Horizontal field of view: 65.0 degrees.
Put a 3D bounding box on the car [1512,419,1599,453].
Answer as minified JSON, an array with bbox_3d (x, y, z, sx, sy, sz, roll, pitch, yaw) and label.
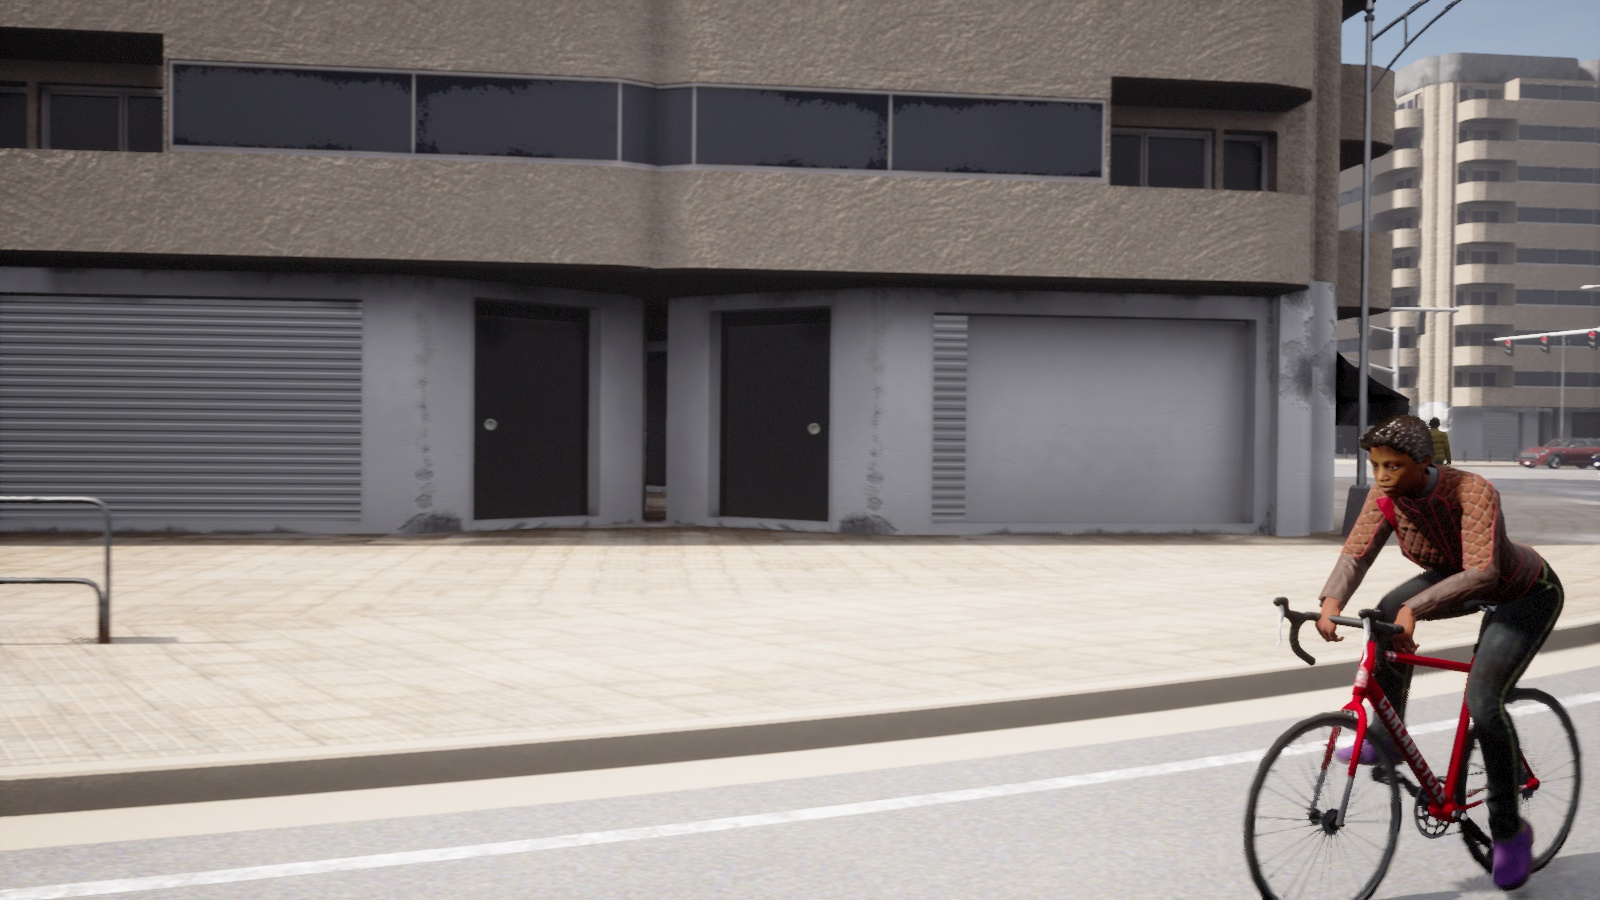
[{"bbox_3d":[40.720,-0.759,66.872,4.553,1.767,2.097,-1,1,-7],"label":"car"}]

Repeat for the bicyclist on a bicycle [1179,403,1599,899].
[{"bbox_3d":[2.116,0.664,4.184,1.656,1.620,0.582,-1,1,-26],"label":"bicyclist on a bicycle"}]

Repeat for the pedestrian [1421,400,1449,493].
[{"bbox_3d":[12.756,-0.074,25.249,0.431,1.840,0.709,0,1,21],"label":"pedestrian"}]
